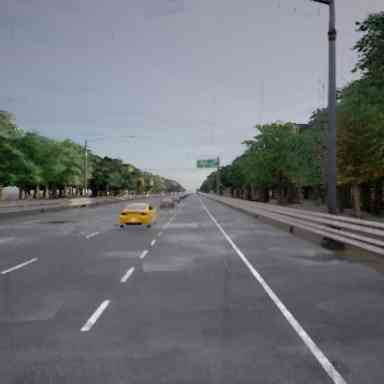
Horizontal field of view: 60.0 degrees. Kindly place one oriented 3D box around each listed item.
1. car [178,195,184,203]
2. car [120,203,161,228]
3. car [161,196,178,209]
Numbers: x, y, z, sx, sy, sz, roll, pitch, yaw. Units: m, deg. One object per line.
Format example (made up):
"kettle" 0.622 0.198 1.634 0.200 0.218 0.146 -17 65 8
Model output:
"car" -3.223 1.588 69.629 2.033 1.411 5.357 0 0 0
"car" -3.469 1.494 22.164 1.882 1.535 5.008 0 0 0
"car" -3.373 1.562 46.445 1.812 1.442 4.674 0 0 0
